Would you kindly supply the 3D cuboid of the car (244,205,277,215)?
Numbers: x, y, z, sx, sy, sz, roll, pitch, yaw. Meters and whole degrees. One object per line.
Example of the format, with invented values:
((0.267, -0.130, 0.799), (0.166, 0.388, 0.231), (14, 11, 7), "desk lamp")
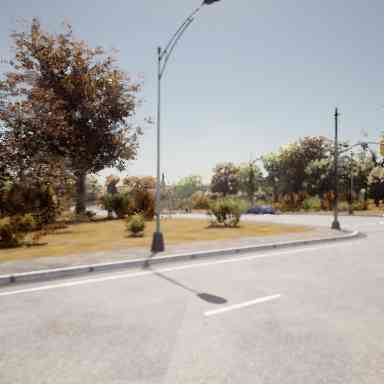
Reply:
((9.426, 2.503, 46.736), (2.033, 1.411, 5.357), (0, -3, -32), "car")
